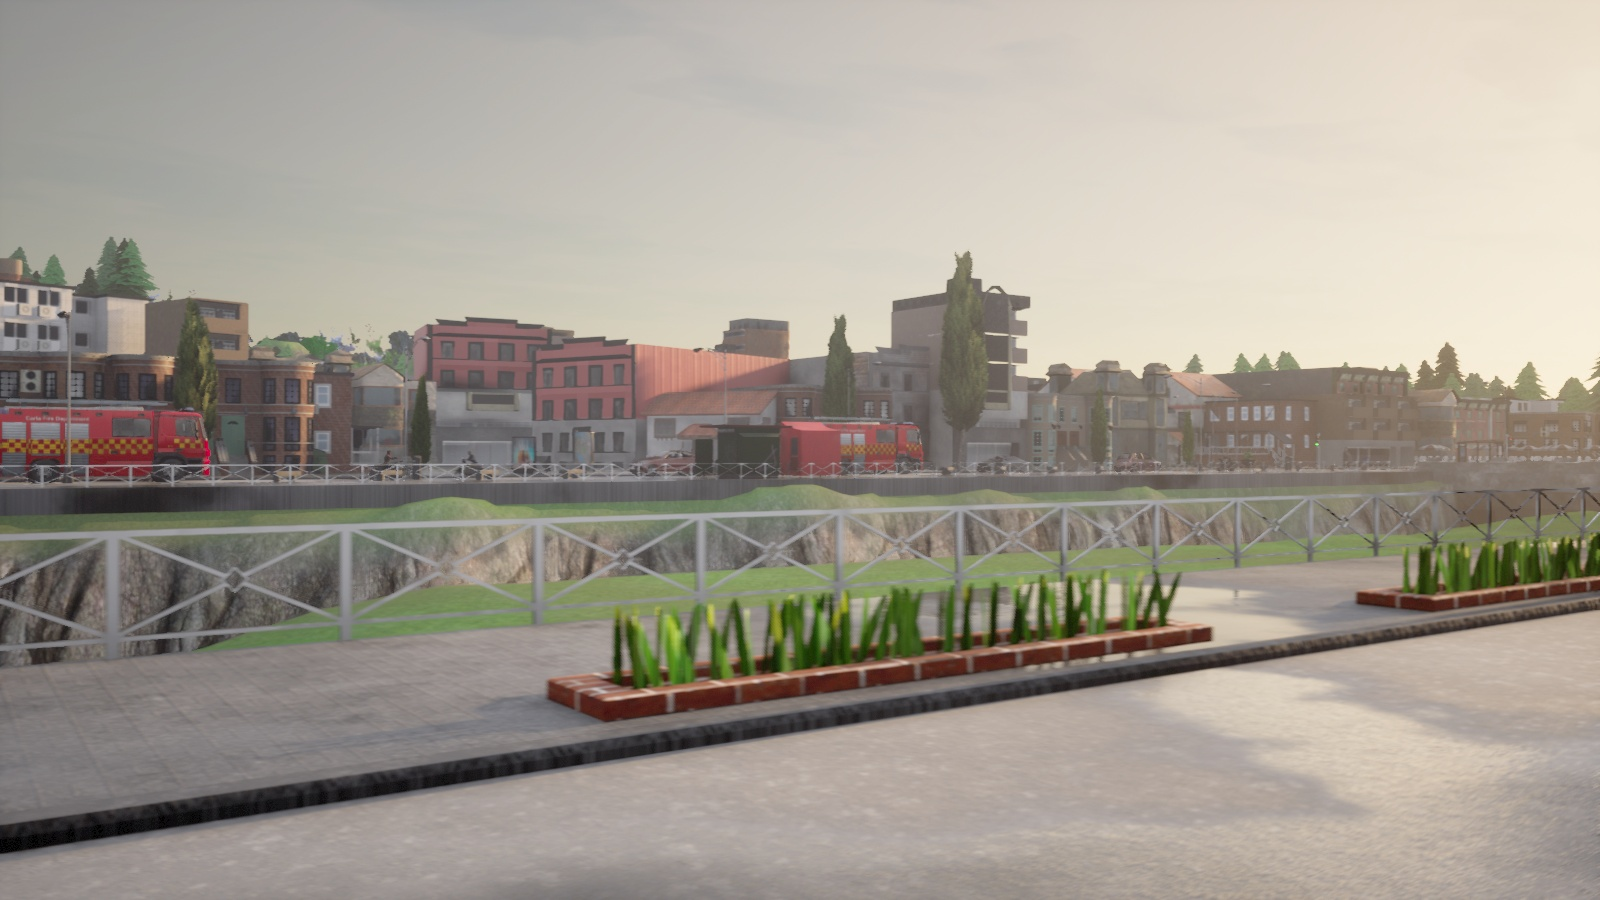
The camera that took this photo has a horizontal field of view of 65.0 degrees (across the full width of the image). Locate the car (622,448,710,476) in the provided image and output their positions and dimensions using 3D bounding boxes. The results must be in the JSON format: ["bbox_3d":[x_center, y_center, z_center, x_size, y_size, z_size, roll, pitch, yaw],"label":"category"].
[{"bbox_3d":[-8.359,0.734,78.506,5.027,1.651,2.152,0,0,-35],"label":"car"}]

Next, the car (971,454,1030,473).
[{"bbox_3d":[15.170,1.009,94.903,4.181,1.385,1.994,0,0,-35],"label":"car"}]

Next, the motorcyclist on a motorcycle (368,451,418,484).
[{"bbox_3d":[-21.003,0.899,64.822,2.350,1.649,0.766,0,0,-35],"label":"motorcyclist on a motorcycle"}]

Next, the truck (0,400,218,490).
[{"bbox_3d":[-31.531,-0.212,57.493,8.468,3.827,2.891,0,0,-35],"label":"truck"}]

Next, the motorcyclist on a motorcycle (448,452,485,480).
[{"bbox_3d":[-18.884,0.913,71.171,1.817,1.590,0.866,0,0,-35],"label":"motorcyclist on a motorcycle"}]

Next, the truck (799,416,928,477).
[{"bbox_3d":[4.250,-0.227,82.420,8.468,3.827,2.891,0,0,-35],"label":"truck"}]
